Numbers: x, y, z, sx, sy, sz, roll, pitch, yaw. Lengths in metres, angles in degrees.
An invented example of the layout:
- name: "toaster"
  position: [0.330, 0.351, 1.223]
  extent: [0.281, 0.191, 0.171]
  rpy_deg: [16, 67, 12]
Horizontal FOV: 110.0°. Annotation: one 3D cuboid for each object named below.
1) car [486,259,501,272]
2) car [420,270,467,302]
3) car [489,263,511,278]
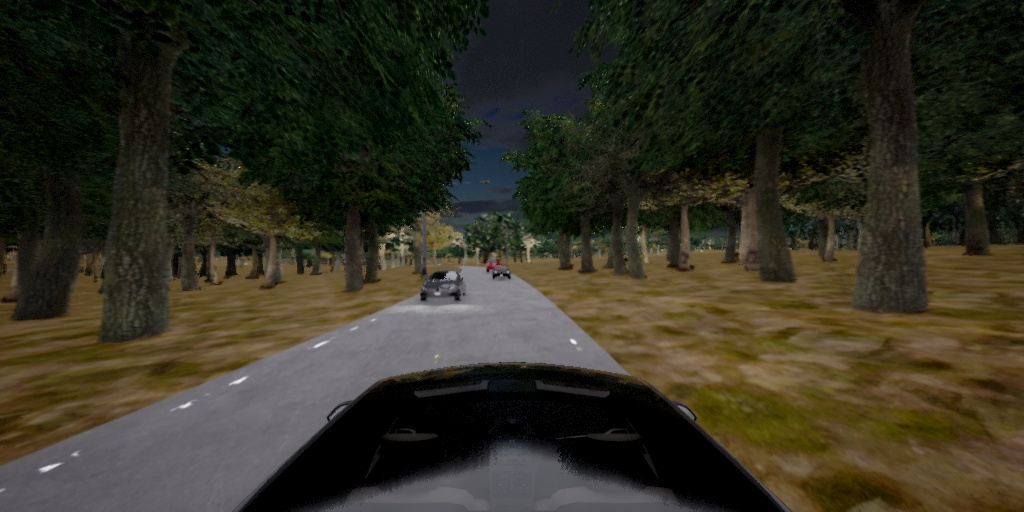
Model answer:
- name: "car"
  position: [-2.988, 1.491, 57.452]
  extent: [2.150, 2.045, 5.566]
  rpy_deg: [0, 0, -6]
- name: "car"
  position: [-3.375, 1.439, 18.257]
  extent: [1.812, 1.442, 4.674]
  rpy_deg: [0, 0, -2]
- name: "car"
  position: [-1.181, 1.670, 37.782]
  extent: [1.895, 1.301, 4.718]
  rpy_deg: [0, -1, -4]
